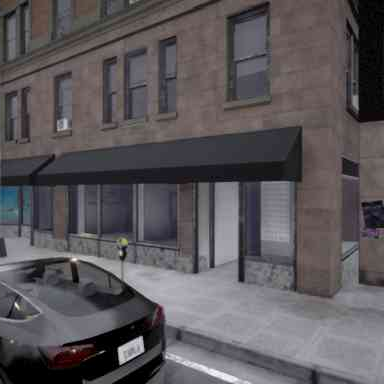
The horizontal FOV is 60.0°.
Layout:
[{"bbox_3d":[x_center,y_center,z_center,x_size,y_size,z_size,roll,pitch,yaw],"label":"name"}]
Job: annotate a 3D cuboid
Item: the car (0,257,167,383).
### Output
[{"bbox_3d":[-2.280,1.565,4.428,4.313,1.339,1.947,0,0,35],"label":"car"}]
